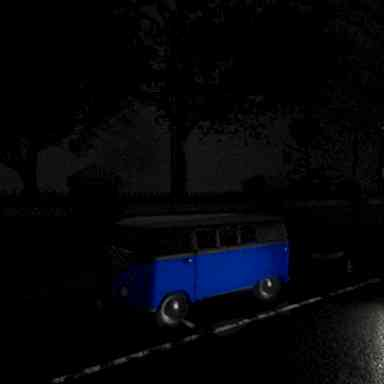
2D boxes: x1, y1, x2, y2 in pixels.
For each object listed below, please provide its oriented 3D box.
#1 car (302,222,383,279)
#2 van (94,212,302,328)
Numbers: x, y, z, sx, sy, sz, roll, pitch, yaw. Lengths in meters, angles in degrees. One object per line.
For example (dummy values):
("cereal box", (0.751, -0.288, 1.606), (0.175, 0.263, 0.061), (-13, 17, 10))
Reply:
("car", (4.772, 1.570, 9.970), (4.206, 1.307, 1.802), (0, 0, -36))
("van", (0.190, 1.336, 6.697), (3.998, 1.788, 1.690), (0, 0, -36))
